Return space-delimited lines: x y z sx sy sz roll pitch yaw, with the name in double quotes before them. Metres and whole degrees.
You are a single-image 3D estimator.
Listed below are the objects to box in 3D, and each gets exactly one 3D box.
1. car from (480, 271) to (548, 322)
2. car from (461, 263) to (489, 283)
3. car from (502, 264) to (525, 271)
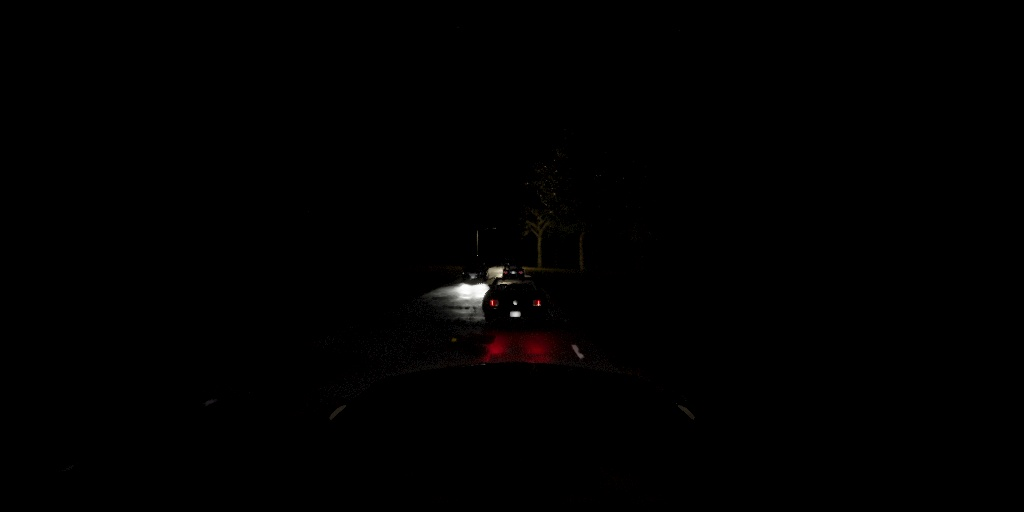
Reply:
"car" 0.100 1.359 12.348 1.895 1.301 4.718 0 0 0
"car" -2.849 1.288 28.520 2.128 1.511 4.902 0 0 0
"car" 0.097 1.348 30.495 2.033 1.411 5.357 0 0 0
